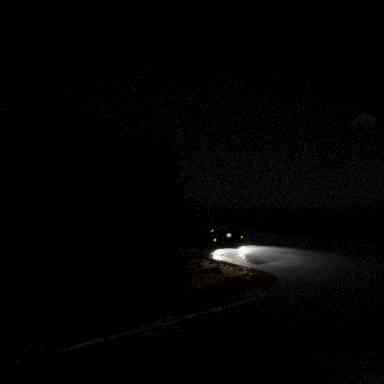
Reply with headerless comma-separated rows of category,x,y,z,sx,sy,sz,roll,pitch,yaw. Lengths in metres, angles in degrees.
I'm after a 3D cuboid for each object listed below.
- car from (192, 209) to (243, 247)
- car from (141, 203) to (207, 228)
car,0.362,1.560,15.054,1.994,1.385,4.181,0,0,-35
car,-1.418,1.541,23.392,2.033,1.411,5.357,0,0,-37
